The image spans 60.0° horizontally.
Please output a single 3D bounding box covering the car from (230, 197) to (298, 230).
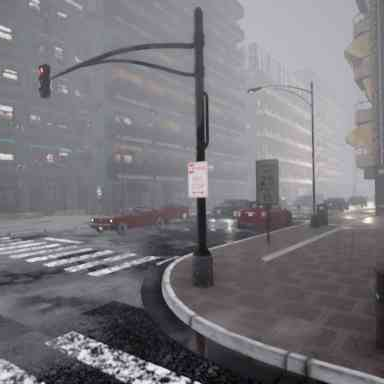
[{"bbox_3d":[4.203,1.199,18.906,1.967,1.590,4.097,-1,0,36],"label":"car"}]

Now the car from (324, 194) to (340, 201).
[{"bbox_3d":[27.415,1.081,65.079,2.008,1.369,4.403,-1,0,36],"label":"car"}]

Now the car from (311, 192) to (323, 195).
[{"bbox_3d":[20.730,0.928,55.931,2.192,1.841,5.009,-1,0,36],"label":"car"}]

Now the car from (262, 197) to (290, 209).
[{"bbox_3d":[10.711,1.308,42.208,1.947,1.339,4.313,-1,0,36],"label":"car"}]

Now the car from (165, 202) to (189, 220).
[{"bbox_3d":[-2.003,1.455,24.954,1.887,1.381,4.507,-1,0,36],"label":"car"}]

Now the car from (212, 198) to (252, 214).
[{"bbox_3d":[4.028,1.381,33.059,2.008,1.369,4.403,-1,0,36],"label":"car"}]

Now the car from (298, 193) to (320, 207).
[{"bbox_3d":[14.462,1.178,42.887,1.837,1.490,4.892,-1,-1,37],"label":"car"}]

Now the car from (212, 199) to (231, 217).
[{"bbox_3d":[3.496,1.321,27.951,1.837,1.490,4.892,-1,0,36],"label":"car"}]

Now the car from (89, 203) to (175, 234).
[{"bbox_3d":[-3.334,1.508,18.574,1.895,1.301,4.718,-1,0,35],"label":"car"}]

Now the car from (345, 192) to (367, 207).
[{"bbox_3d":[20.817,1.085,41.840,1.887,1.381,4.507,-1,0,36],"label":"car"}]

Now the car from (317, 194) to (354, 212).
[{"bbox_3d":[14.136,1.194,32.691,1.947,1.339,4.313,-1,0,36],"label":"car"}]
